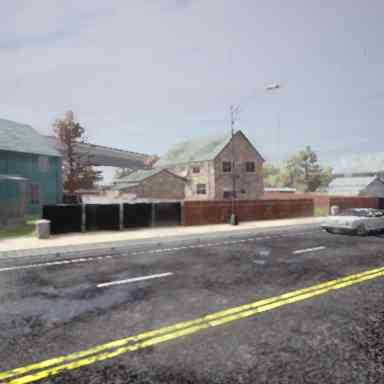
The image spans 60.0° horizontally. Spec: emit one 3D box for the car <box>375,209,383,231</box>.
[{"bbox_3d":[10.971,1.451,15.499,4.902,1.511,2.128,0,0,-35],"label":"car"}]

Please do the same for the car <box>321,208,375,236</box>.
[{"bbox_3d":[9.136,1.560,18.183,4.718,1.301,1.895,0,0,-35],"label":"car"}]
